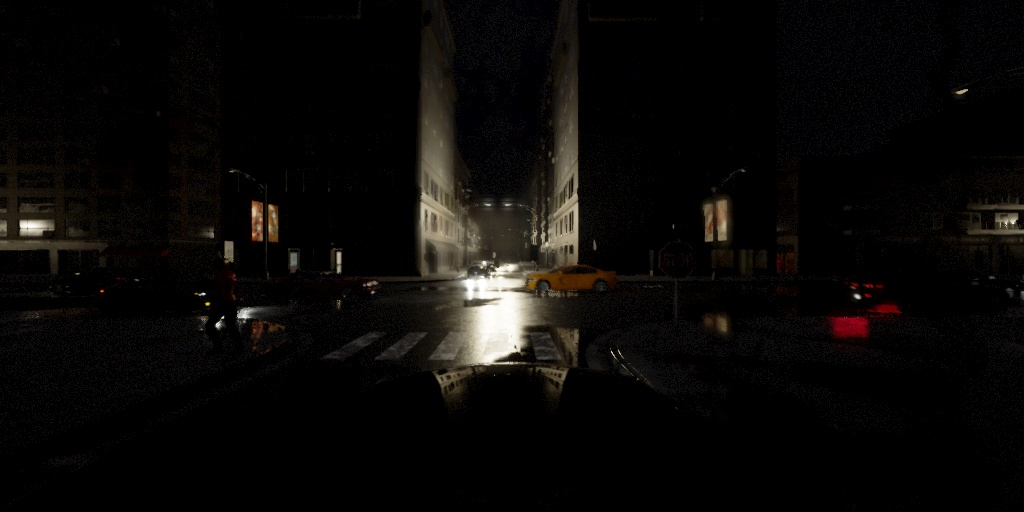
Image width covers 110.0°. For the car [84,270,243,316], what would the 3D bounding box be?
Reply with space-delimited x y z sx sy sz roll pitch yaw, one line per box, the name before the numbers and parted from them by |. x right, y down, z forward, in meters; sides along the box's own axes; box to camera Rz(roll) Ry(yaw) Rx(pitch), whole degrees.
car | -12.381 1.334 13.128 4.181 1.385 1.994 0 0 3

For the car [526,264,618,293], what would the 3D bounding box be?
car | 3.288 1.218 19.929 5.008 1.535 1.882 0 0 0

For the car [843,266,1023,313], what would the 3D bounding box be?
car | 15.161 1.237 13.240 4.892 1.490 1.837 0 0 0

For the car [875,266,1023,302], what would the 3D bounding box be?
car | 20.094 1.227 16.495 4.892 1.490 1.837 0 0 0

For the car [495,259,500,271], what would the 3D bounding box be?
car | -3.039 1.253 45.376 2.128 1.511 4.902 0 0 0

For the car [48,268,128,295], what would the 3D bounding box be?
car | -22.742 1.346 19.904 4.181 1.385 1.994 0 0 0

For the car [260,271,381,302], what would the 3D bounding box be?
car | -8.620 1.362 16.465 4.718 1.301 1.895 0 0 0

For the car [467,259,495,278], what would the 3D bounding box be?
car | -3.088 1.247 34.175 2.128 1.511 4.902 0 0 2

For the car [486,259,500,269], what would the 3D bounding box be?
car | -3.024 1.245 58.271 1.882 1.535 5.008 0 0 0

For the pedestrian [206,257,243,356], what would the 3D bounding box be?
pedestrian | -5.291 0.891 6.539 0.375 1.860 0.375 0 0 0

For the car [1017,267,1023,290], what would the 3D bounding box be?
car | 31.787 1.302 19.951 4.718 1.301 1.895 0 0 0
